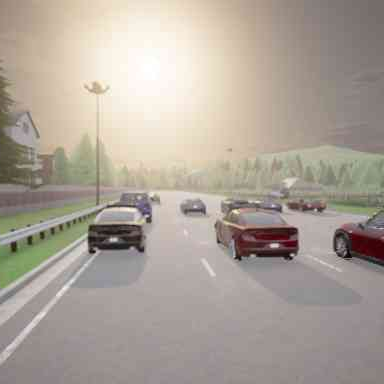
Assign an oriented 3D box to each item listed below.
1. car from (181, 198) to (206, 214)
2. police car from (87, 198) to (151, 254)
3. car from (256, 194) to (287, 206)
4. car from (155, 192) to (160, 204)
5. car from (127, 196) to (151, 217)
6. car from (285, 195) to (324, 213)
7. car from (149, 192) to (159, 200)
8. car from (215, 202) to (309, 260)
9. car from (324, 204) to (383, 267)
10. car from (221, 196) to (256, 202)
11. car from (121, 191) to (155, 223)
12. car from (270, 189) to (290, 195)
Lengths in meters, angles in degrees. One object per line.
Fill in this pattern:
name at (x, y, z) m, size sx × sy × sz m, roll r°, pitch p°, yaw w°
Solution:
car at (0.064, 1.206, 30.105) m, size 1.994 × 1.385 × 4.181 m, roll 0°, pitch 1°, yaw -6°
police car at (-2.754, 1.274, 13.069) m, size 1.930 × 1.638 × 5.238 m, roll 0°, pitch 1°, yaw -6°
car at (6.963, 1.178, 31.413) m, size 1.994 × 1.385 × 4.181 m, roll 0°, pitch 1°, yaw -6°
car at (-5.561, 0.927, 48.474) m, size 2.128 × 1.511 × 4.902 m, roll 0°, pitch 1°, yaw -6°
car at (-4.479, 1.171, 28.865) m, size 1.837 × 1.490 × 4.892 m, roll 0°, pitch 1°, yaw -6°
car at (10.512, 1.211, 31.150) m, size 1.895 × 1.301 × 4.718 m, roll 0°, pitch 1°, yaw -6°
car at (-7.191, 0.767, 63.393) m, size 1.837 × 1.490 × 4.892 m, roll 0°, pitch 1°, yaw -6°
car at (2.058, 1.332, 11.853) m, size 1.882 × 1.535 × 5.008 m, roll 0°, pitch 1°, yaw -6°
car at (5.871, 1.230, 9.159) m, size 2.097 × 1.767 × 4.553 m, roll 0°, pitch 1°, yaw -6°
car at (3.732, 1.155, 28.740) m, size 1.837 × 1.490 × 4.892 m, roll 0°, pitch 0°, yaw -6°
car at (-3.831, 0.958, 22.927) m, size 2.150 × 2.045 × 5.566 m, roll 0°, pitch 1°, yaw -6°
car at (16.082, 0.455, 61.392) m, size 3.866 × 1.878 × 1.905 m, roll 0°, pitch 1°, yaw -6°
